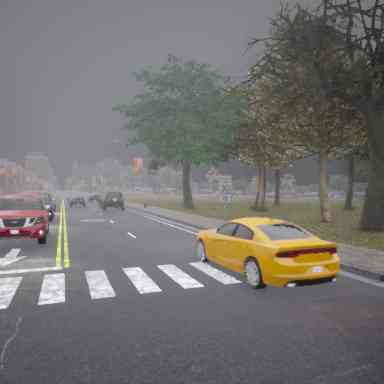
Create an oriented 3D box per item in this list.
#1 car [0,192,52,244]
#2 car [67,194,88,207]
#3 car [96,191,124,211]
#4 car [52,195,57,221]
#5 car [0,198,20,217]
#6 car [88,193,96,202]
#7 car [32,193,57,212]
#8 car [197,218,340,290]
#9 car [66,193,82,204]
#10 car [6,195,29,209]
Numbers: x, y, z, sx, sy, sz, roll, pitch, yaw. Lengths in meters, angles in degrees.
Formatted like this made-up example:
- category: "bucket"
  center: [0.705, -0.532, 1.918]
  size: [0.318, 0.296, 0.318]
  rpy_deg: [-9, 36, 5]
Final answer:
- category: "car"
  center: [-7.802, 1.152, 15.287]
  size: [2.150, 2.045, 5.566]
  rpy_deg: [0, 0, -22]
- category: "car"
  center: [-14.826, 1.122, 42.937]
  size: [1.837, 1.490, 4.892]
  rpy_deg: [0, 0, -21]
- category: "car"
  center: [-8.896, 0.933, 36.642]
  size: [2.150, 2.045, 5.566]
  rpy_deg: [0, 1, -21]
- category: "car"
  center: [-11.528, 1.049, 24.957]
  size: [2.150, 2.045, 5.566]
  rpy_deg: [0, 1, -21]
- category: "car"
  center: [-16.814, 1.301, 29.657]
  size: [2.033, 1.411, 5.357]
  rpy_deg: [0, 1, -20]
- category: "car"
  center: [-16.873, 0.964, 57.196]
  size: [1.837, 1.490, 4.892]
  rpy_deg: [0, 0, -21]
- category: "car"
  center: [-15.204, 1.059, 34.541]
  size: [2.097, 1.767, 4.553]
  rpy_deg: [0, 1, -21]
- category: "car"
  center: [1.728, 1.461, 9.265]
  size: [1.882, 1.535, 5.008]
  rpy_deg: [0, 0, -21]
- category: "car"
  center: [-18.953, 0.984, 53.294]
  size: [2.128, 1.511, 4.902]
  rpy_deg: [0, 1, -21]
- category: "car"
  center: [-20.658, 1.135, 39.574]
  size: [1.837, 1.490, 4.892]
  rpy_deg: [0, 0, -21]
